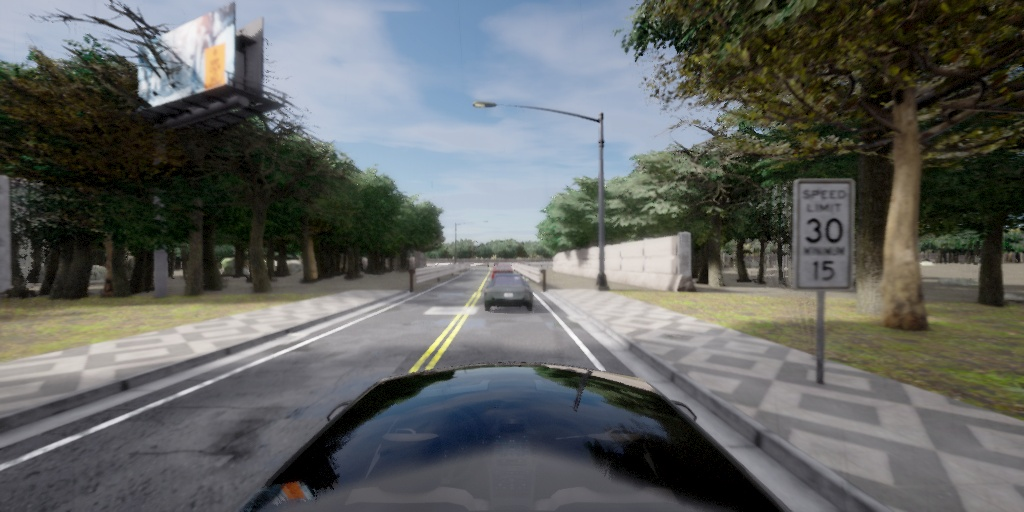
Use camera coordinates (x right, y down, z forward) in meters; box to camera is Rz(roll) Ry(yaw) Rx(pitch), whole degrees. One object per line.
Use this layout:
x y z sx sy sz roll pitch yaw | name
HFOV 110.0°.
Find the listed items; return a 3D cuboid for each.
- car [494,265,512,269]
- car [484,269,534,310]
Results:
-0.786 1.502 31.175 1.882 1.535 5.008 0 0 -2 | car
-0.168 1.442 15.406 1.994 1.385 4.181 0 0 -1 | car
